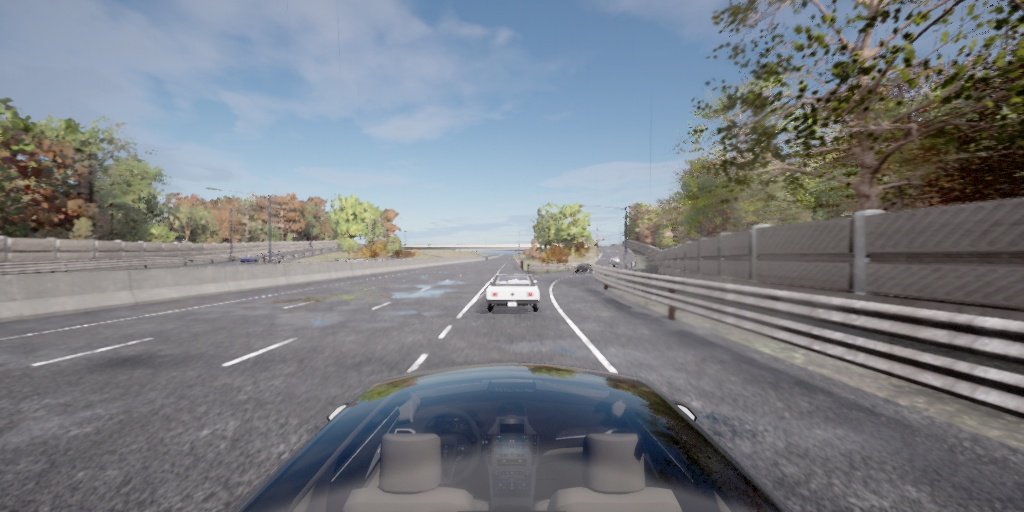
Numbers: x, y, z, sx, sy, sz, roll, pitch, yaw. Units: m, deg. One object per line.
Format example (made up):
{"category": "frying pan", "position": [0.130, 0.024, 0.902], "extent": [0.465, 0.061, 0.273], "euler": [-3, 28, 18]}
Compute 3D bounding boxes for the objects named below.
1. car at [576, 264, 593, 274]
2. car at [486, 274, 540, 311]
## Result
{"category": "car", "position": [11.253, 1.919, 55.265], "extent": [1.837, 1.490, 4.892], "euler": [0, -1, 26]}
{"category": "car", "position": [0.097, 1.355, 14.497], "extent": [1.895, 1.301, 4.718], "euler": [0, 0, 2]}
